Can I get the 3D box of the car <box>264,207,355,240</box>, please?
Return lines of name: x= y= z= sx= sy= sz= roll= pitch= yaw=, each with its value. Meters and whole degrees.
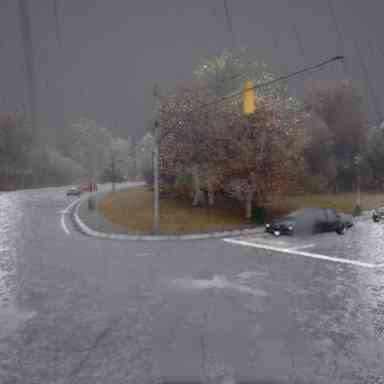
car: x=6.132 y=1.501 z=16.979 sx=5.357 sy=1.411 sz=2.033 roll=-1 pitch=0 yaw=-35

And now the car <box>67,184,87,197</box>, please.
car: x=-17.965 y=-0.046 z=51.329 sx=1.837 sy=1.490 sz=4.892 roll=0 pitch=4 yaw=-7

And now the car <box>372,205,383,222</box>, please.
car: x=14.183 y=1.284 z=22.689 sx=4.674 sy=1.442 sz=1.812 roll=-2 pitch=1 yaw=-36

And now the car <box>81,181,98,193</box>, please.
car: x=-19.049 y=-0.991 z=61.426 sx=2.150 sy=2.045 sz=5.566 roll=0 pitch=4 yaw=-1
